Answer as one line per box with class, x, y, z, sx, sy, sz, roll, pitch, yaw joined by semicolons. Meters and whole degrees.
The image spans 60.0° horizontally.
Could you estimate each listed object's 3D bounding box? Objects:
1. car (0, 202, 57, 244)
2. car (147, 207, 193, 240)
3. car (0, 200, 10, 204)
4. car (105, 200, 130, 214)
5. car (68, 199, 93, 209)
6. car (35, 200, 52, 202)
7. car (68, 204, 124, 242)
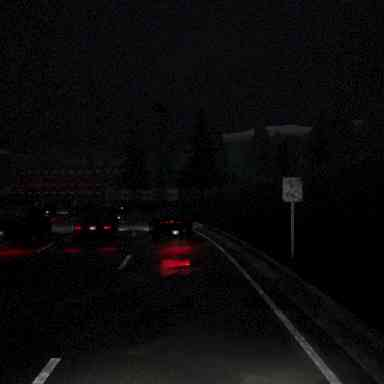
car;-8.046;1.485;15.717;1.882;1.535;5.008;0;0;-10
car;-1.161;1.516;16.977;1.837;1.490;4.892;0;0;-10
car;-17.036;1.495;29.620;2.128;1.511;4.902;0;0;-31
car;-8.076;1.572;35.094;1.994;1.385;4.181;0;0;-31
car;-11.063;1.516;33.269;1.837;1.490;4.892;0;0;-31
car;-14.049;1.516;31.445;1.837;1.490;4.892;0;0;-31
car;-4.603;1.563;16.347;2.033;1.411;5.357;0;0;-10
